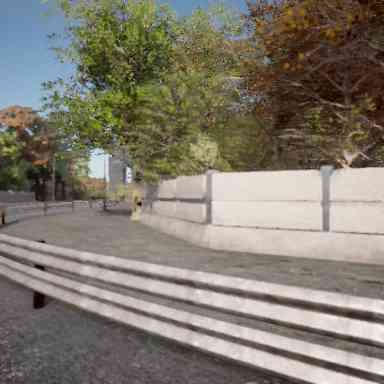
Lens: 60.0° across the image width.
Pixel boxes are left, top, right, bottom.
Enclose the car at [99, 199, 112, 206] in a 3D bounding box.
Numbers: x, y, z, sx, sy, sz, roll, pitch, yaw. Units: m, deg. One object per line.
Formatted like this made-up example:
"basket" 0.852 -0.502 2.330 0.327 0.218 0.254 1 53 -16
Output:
"car" -20.319 2.391 76.567 2.128 1.511 4.902 0 -1 -3
